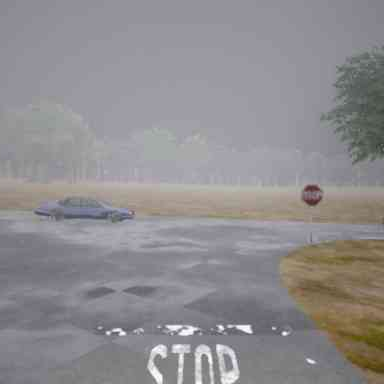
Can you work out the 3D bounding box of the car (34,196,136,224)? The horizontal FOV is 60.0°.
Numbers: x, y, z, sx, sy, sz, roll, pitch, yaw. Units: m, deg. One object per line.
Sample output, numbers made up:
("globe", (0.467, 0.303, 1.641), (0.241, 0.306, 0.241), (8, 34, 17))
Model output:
("car", (-5.945, 0.969, 18.895), (5.357, 1.411, 2.033), (2, -1, -2))
